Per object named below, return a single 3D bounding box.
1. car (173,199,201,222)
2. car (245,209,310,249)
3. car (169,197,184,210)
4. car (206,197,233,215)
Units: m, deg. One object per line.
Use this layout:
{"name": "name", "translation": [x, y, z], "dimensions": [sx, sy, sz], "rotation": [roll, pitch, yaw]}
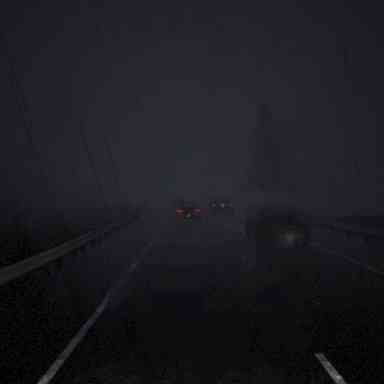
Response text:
{"name": "car", "translation": [-0.368, 1.485, 25.697], "dimensions": [1.812, 1.442, 4.674], "rotation": [0, 0, -3]}
{"name": "car", "translation": [3.543, 1.468, 14.501], "dimensions": [2.128, 1.511, 4.902], "rotation": [0, 0, -1]}
{"name": "car", "translation": [-1.761, 1.439, 41.425], "dimensions": [1.837, 1.490, 4.892], "rotation": [0, 0, -7]}
{"name": "car", "translation": [2.647, 1.300, 32.672], "dimensions": [2.097, 1.767, 4.553], "rotation": [0, 0, -5]}
